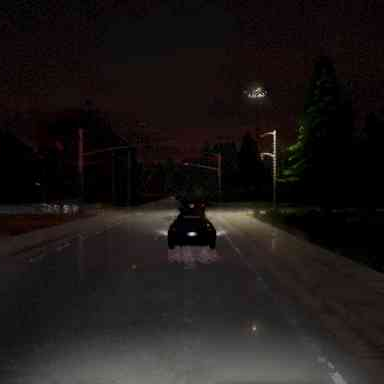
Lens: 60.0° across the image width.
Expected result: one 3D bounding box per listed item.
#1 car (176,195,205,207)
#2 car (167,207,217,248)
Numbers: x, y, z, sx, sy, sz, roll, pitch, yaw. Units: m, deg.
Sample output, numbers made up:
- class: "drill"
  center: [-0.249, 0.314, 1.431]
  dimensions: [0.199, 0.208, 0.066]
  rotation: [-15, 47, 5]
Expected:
- class: "car"
  center: [0.000, 1.256, 29.680]
  dimensions: [2.150, 2.045, 5.566]
  rotation: [0, 0, 0]
- class: "car"
  center: [0.000, 1.570, 14.650]
  dimensions: [1.994, 1.385, 4.181]
  rotation: [0, 0, 0]
